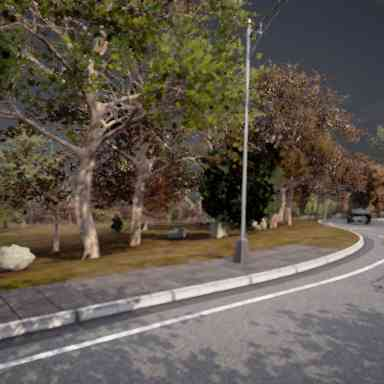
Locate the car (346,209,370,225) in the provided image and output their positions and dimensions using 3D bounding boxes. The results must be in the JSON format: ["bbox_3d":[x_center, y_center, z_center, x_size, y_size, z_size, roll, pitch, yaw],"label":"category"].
[{"bbox_3d":[16.816,2.470,33.553,2.128,1.511,4.902,1,-2,32],"label":"car"}]
